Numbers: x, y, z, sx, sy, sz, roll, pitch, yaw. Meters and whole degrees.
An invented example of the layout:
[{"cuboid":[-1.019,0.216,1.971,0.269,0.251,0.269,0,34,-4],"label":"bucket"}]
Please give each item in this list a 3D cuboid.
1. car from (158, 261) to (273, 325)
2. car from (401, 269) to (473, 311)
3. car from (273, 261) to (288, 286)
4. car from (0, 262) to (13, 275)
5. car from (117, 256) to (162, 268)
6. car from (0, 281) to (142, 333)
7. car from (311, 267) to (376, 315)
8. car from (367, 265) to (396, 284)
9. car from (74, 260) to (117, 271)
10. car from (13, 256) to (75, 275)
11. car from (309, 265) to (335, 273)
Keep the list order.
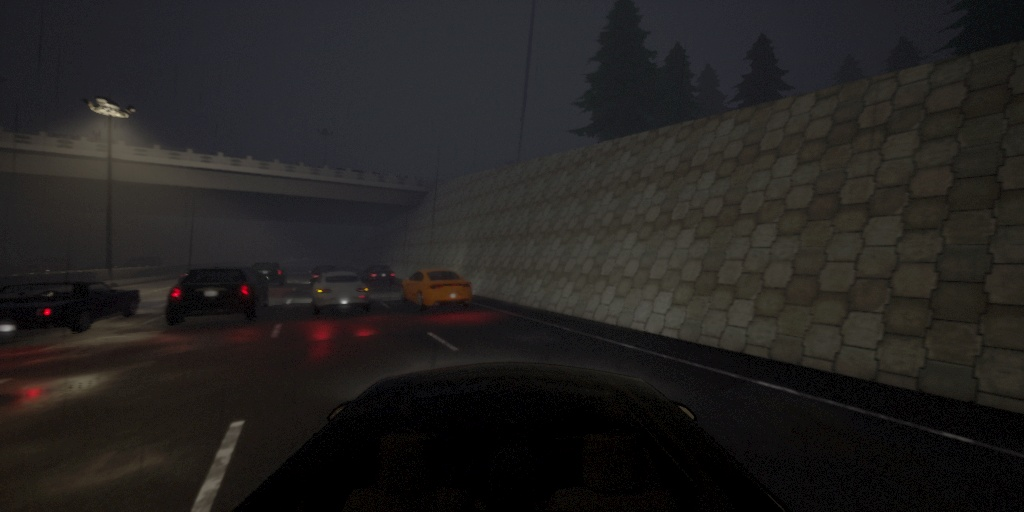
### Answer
[{"cuboid":[-9.767,1.120,12.278,2.097,1.767,4.553,0,0,-29],"label":"car"},{"cuboid":[-3.299,1.271,15.047,1.882,1.535,5.008,0,0,-29],"label":"car"},{"cuboid":[-17.171,1.154,25.318,2.097,1.767,4.553,0,0,-29],"label":"car"},{"cuboid":[-51.288,1.329,35.588,1.994,1.385,4.181,0,0,-29],"label":"car"},{"cuboid":[-42.587,1.028,41.519,2.150,2.045,5.566,0,0,-29],"label":"car"},{"cuboid":[-12.556,1.355,10.090,1.895,1.301,4.718,0,0,-29],"label":"car"},{"cuboid":[-6.672,1.308,13.913,1.812,1.442,4.674,0,-1,-29],"label":"car"},{"cuboid":[-10.075,1.372,26.949,2.033,1.411,5.357,0,0,-29],"label":"car"},{"cuboid":[-45.565,1.358,39.672,1.994,1.385,4.181,0,0,-29],"label":"car"},{"cuboid":[-48.421,0.999,37.622,2.150,2.045,5.566,0,0,-29],"label":"car"},{"cuboid":[-13.118,1.358,25.221,2.033,1.411,5.357,0,0,-29],"label":"car"}]
